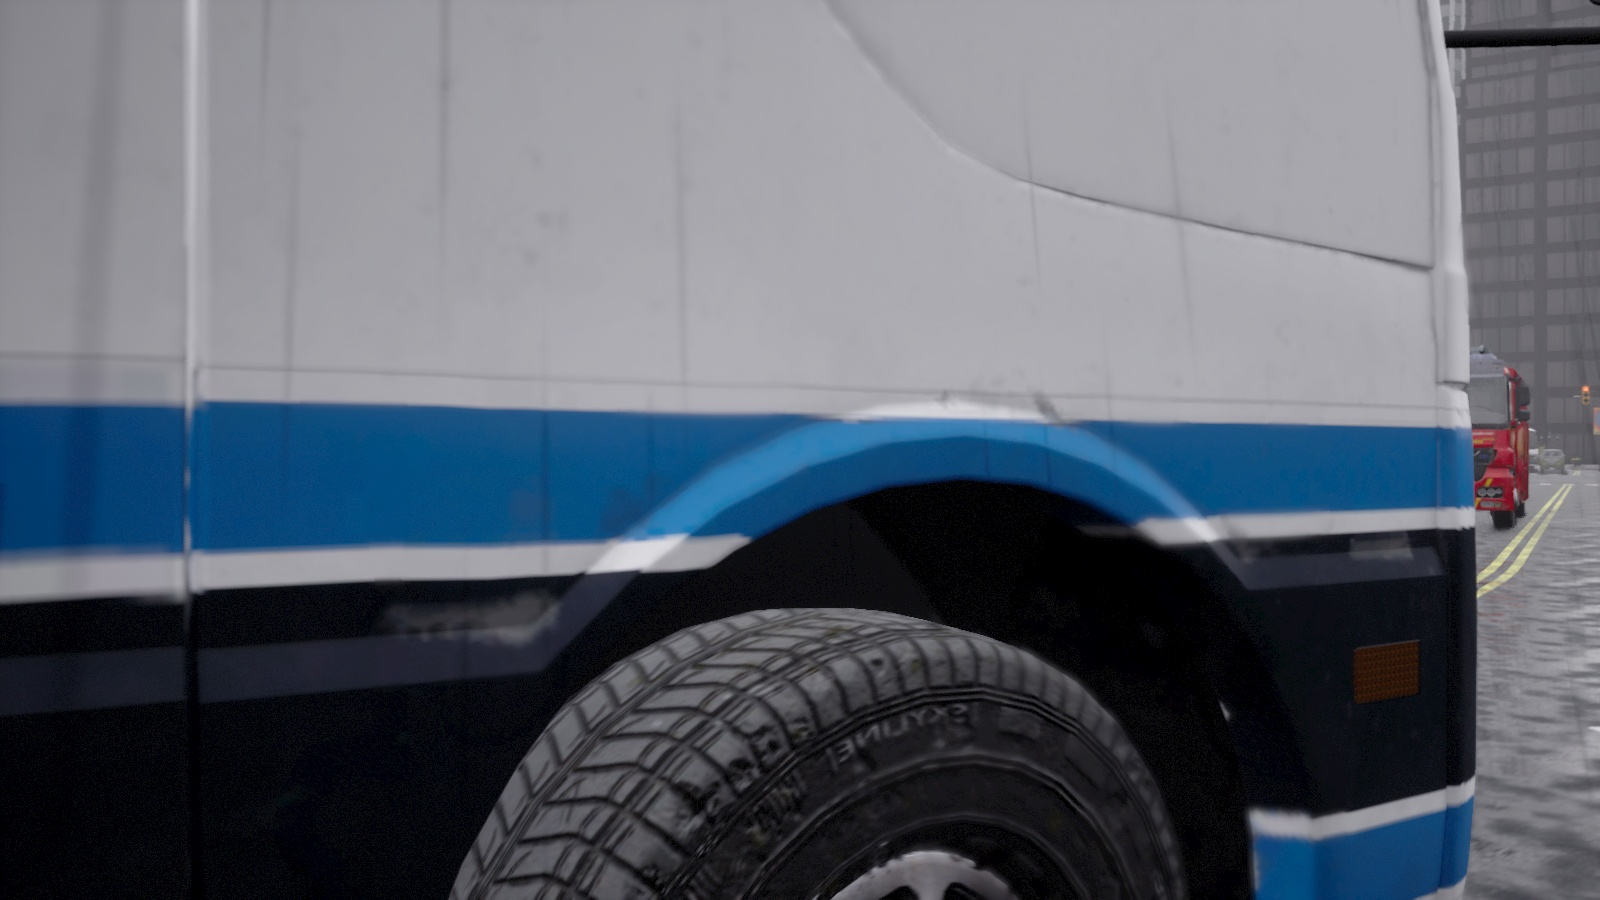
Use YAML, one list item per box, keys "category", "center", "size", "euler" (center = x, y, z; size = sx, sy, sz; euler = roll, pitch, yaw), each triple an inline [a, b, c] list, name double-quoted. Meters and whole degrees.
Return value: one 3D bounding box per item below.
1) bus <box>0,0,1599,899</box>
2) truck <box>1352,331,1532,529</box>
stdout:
- category: "bus"
  center: [-3.207, -0.619, 1.359]
  size: [10.273, 4.253, 3.944]
  euler: [0, 0, -31]
- category: "truck"
  center: [14.812, -0.371, 28.583]
  size: [2.891, 3.827, 8.468]
  euler: [0, 0, 32]
